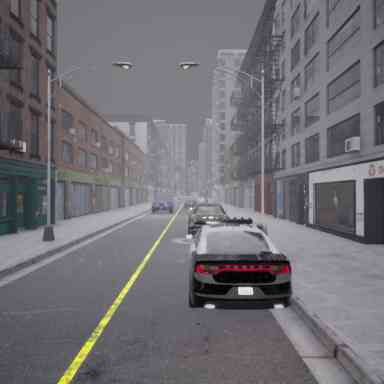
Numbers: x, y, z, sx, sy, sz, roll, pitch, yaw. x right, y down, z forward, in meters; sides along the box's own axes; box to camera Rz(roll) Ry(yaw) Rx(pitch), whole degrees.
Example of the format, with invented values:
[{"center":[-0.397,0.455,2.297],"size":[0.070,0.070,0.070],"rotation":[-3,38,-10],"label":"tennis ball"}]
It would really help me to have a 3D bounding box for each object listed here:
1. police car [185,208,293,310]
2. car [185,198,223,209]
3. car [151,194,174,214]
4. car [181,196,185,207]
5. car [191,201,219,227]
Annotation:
[{"center":[0.876,1.429,8.065],"size":[1.930,1.638,5.238],"rotation":[0,0,0],"label":"police car"},{"center":[0.843,1.362,17.926],"size":[2.097,1.767,4.553],"rotation":[0,0,0],"label":"car"},{"center":[-3.117,1.262,36.528],"size":[2.150,2.045,5.566],"rotation":[0,0,0],"label":"car"},{"center":[-0.112,1.556,46.858],"size":[2.128,1.511,4.902],"rotation":[0,0,0],"label":"car"},{"center":[0.824,1.475,24.146],"size":[1.801,1.575,5.366],"rotation":[0,0,0],"label":"car"}]
